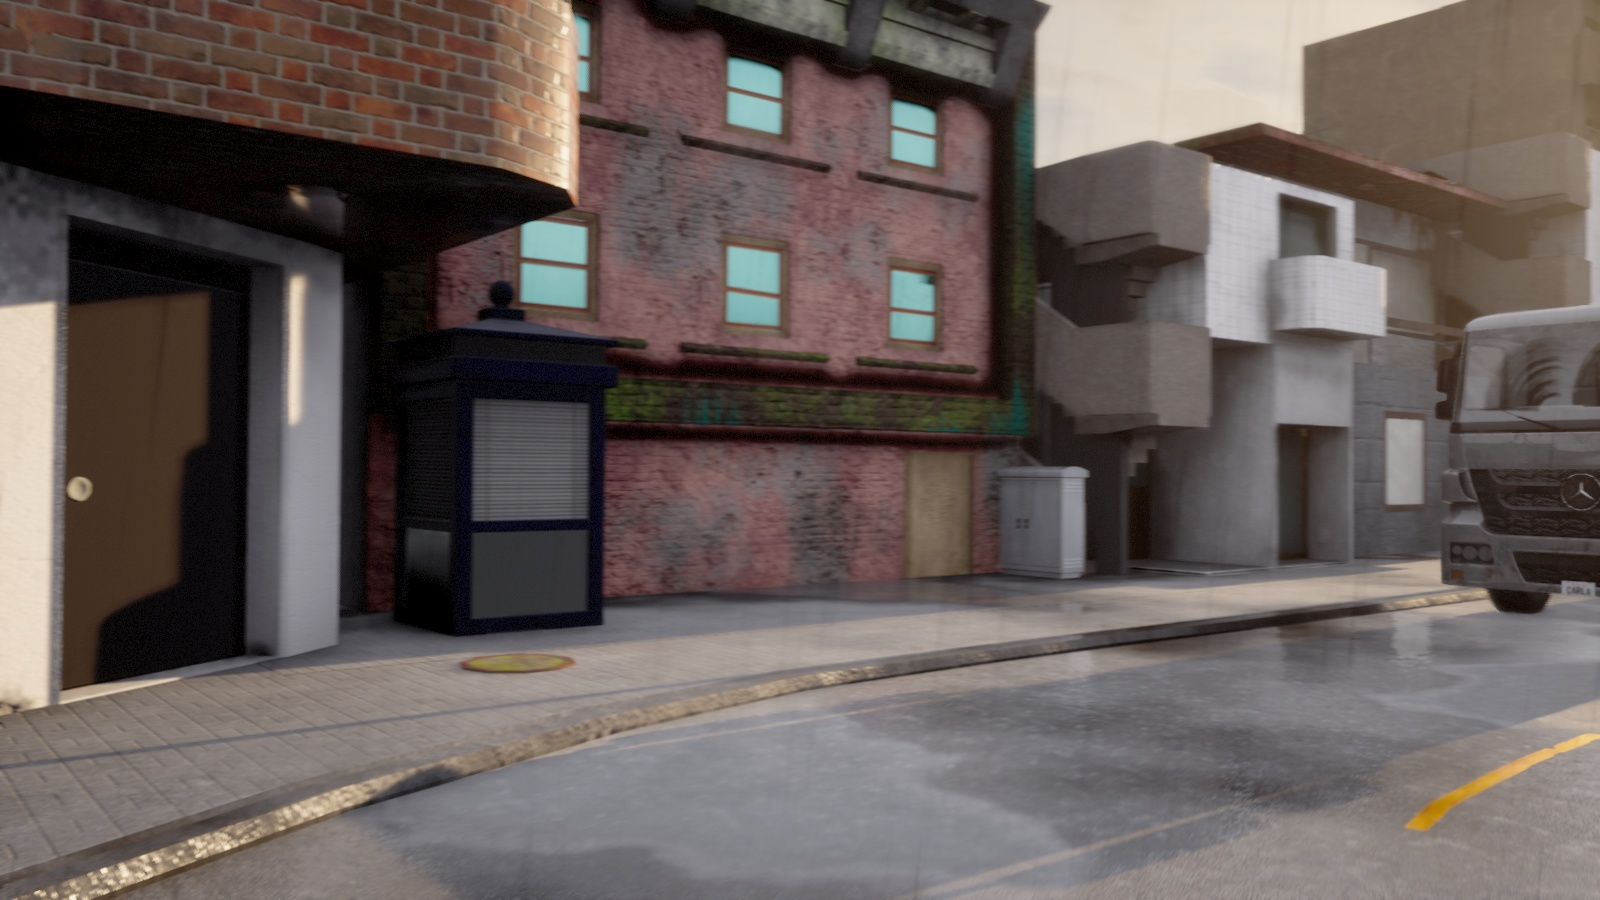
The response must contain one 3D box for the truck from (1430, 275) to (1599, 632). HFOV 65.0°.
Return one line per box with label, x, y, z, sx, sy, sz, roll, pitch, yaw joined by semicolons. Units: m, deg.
truck;10.774;0.068;14.755;7.936;3.462;2.891;1;-1;-38
